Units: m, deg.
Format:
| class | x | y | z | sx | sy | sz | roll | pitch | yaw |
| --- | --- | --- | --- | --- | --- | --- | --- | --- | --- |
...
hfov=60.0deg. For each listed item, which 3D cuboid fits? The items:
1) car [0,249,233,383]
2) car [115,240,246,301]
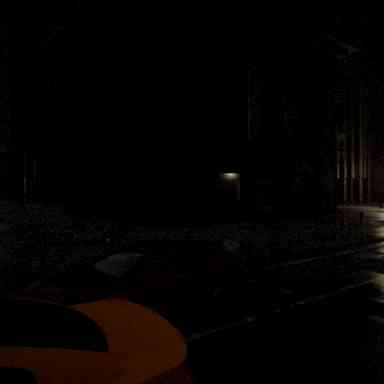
| class | x | y | z | sx | sy | sz | roll | pitch | yaw |
| --- | --- | --- | --- | --- | --- | --- | --- | --- | --- |
| car | -2.300 | 1.478 | 1.722 | 5.008 | 1.535 | 1.882 | 0 | 0 | -36 |
| car | -0.844 | 1.582 | 6.075 | 4.206 | 1.307 | 1.802 | 0 | 0 | -36 |
